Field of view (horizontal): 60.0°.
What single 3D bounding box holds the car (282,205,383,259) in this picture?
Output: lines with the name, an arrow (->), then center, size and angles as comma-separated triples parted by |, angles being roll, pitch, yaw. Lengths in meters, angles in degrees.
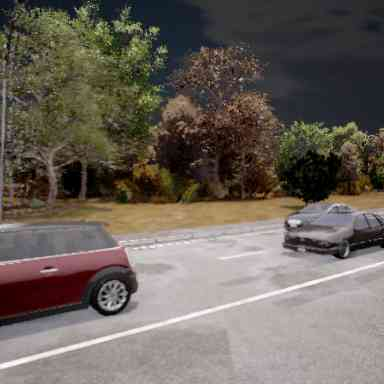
car -> 5.726, 1.438, 12.346 | 5.357, 1.411, 2.033 | -1, 1, -35

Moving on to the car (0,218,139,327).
car -> -3.331, 1.345, 5.917 | 4.553, 1.767, 2.097 | 0, 0, -35

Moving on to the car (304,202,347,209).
car -> 6.878, 1.307, 17.372 | 4.902, 1.511, 2.128 | -1, 1, -35
